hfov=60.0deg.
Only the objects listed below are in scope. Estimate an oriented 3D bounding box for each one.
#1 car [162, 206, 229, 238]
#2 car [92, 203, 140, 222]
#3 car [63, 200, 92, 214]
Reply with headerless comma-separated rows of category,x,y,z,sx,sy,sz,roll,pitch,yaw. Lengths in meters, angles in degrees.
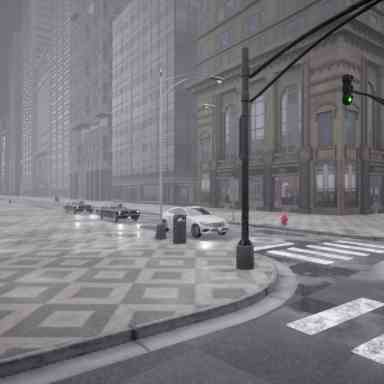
car,-0.052,1.475,17.749,1.812,1.442,4.674,0,0,-37
car,-5.807,1.523,25.867,1.895,1.301,4.718,0,0,-35
car,-11.691,1.498,34.156,1.895,1.301,4.718,0,0,-35
